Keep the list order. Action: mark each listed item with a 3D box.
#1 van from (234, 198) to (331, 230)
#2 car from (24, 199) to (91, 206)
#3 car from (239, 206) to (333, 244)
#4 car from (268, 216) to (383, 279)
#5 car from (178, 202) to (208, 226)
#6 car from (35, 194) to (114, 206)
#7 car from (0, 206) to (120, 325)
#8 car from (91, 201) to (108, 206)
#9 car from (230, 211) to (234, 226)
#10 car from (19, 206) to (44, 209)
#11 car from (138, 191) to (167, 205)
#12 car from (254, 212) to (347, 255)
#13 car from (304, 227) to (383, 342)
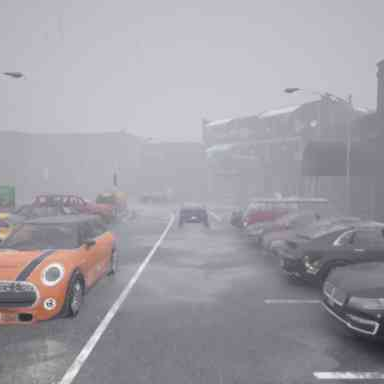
[{"bbox_3d":[4.543,1.272,16.498,4.442,1.987,1.878,0,0,0],"label":"van"},{"bbox_3d":[-7.640,1.374,16.070,4.553,1.767,2.185,0,0,0],"label":"car"},{"bbox_3d":[4.664,1.501,13.704,4.892,1.521,2.231,0,0,0],"label":"car"},{"bbox_3d":[4.648,1.493,8.244,4.892,1.521,2.231,0,0,0],"label":"car"},{"bbox_3d":[0.048,1.404,23.297,1.882,1.535,5.008,0,1,-1],"label":"car"},{"bbox_3d":[-7.639,1.186,21.842,5.566,2.045,2.435,0,1,0],"label":"car"},{"bbox_3d":[-3.101,1.363,7.406,2.097,1.767,4.553,0,0,0],"label":"car"},{"bbox_3d":[-7.674,1.481,18.900,5.008,1.535,2.097,0,0,0],"label":"car"},{"bbox_3d":[4.655,1.476,19.307,4.892,1.521,2.231,0,1,0],"label":"car"},{"bbox_3d":[-7.487,1.497,13.128,5.366,1.575,1.946,0,0,0],"label":"car"},{"bbox_3d":[-4.855,0.651,40.203,1.882,1.535,5.008,-2,4,-35],"label":"car"},{"bbox_3d":[4.658,1.536,10.914,4.674,1.452,2.002,0,0,0],"label":"car"},{"bbox_3d":[4.659,1.489,5.326,4.892,1.521,2.231,0,0,0],"label":"car"}]
